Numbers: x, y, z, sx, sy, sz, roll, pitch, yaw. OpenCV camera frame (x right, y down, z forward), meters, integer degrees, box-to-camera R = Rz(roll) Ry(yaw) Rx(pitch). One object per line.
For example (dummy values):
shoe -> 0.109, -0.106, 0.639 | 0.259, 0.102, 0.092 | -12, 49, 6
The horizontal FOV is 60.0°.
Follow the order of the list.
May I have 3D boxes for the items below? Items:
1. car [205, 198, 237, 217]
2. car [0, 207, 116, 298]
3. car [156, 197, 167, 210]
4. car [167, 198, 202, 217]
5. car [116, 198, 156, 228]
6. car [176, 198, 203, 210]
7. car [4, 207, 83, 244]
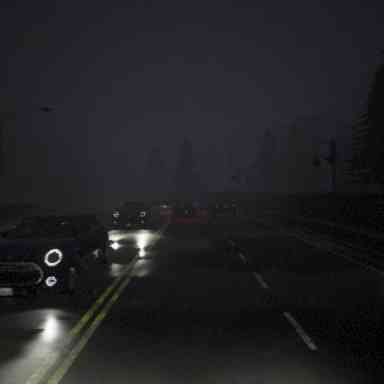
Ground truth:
car -> 2.589, 1.293, 30.761 | 2.097, 1.767, 4.553 | 0, 0, -8
car -> -3.625, 1.338, 8.669 | 2.097, 1.767, 4.553 | 0, 0, 0
car -> -4.135, 1.429, 41.542 | 1.837, 1.490, 4.892 | 0, 1, -22
car -> -0.823, 1.435, 30.299 | 2.128, 1.511, 4.902 | 0, 0, -9
car -> -3.740, 1.312, 21.542 | 2.097, 1.767, 4.553 | 0, 0, -2
car -> -0.374, 1.486, 41.703 | 1.994, 1.385, 4.181 | 0, 0, -22
car -> -7.058, 1.535, 16.357 | 1.994, 1.385, 4.181 | 0, 0, 0
